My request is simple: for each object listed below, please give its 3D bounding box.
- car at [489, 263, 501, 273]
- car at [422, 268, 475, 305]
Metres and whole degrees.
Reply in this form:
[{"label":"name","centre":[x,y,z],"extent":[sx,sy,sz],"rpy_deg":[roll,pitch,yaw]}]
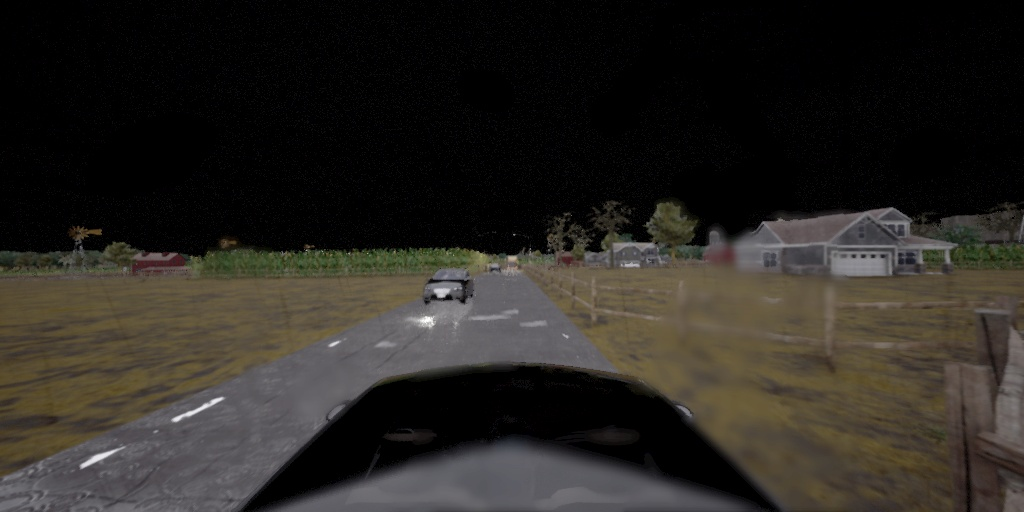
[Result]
[{"label":"car","centre":[-2.796,1.958,59.051],"extent":[1.882,1.535,5.008],"rpy_deg":[0,-1,1]},{"label":"car","centre":[-2.852,1.351,16.939],"extent":[2.128,1.511,4.902],"rpy_deg":[0,-1,0]}]
